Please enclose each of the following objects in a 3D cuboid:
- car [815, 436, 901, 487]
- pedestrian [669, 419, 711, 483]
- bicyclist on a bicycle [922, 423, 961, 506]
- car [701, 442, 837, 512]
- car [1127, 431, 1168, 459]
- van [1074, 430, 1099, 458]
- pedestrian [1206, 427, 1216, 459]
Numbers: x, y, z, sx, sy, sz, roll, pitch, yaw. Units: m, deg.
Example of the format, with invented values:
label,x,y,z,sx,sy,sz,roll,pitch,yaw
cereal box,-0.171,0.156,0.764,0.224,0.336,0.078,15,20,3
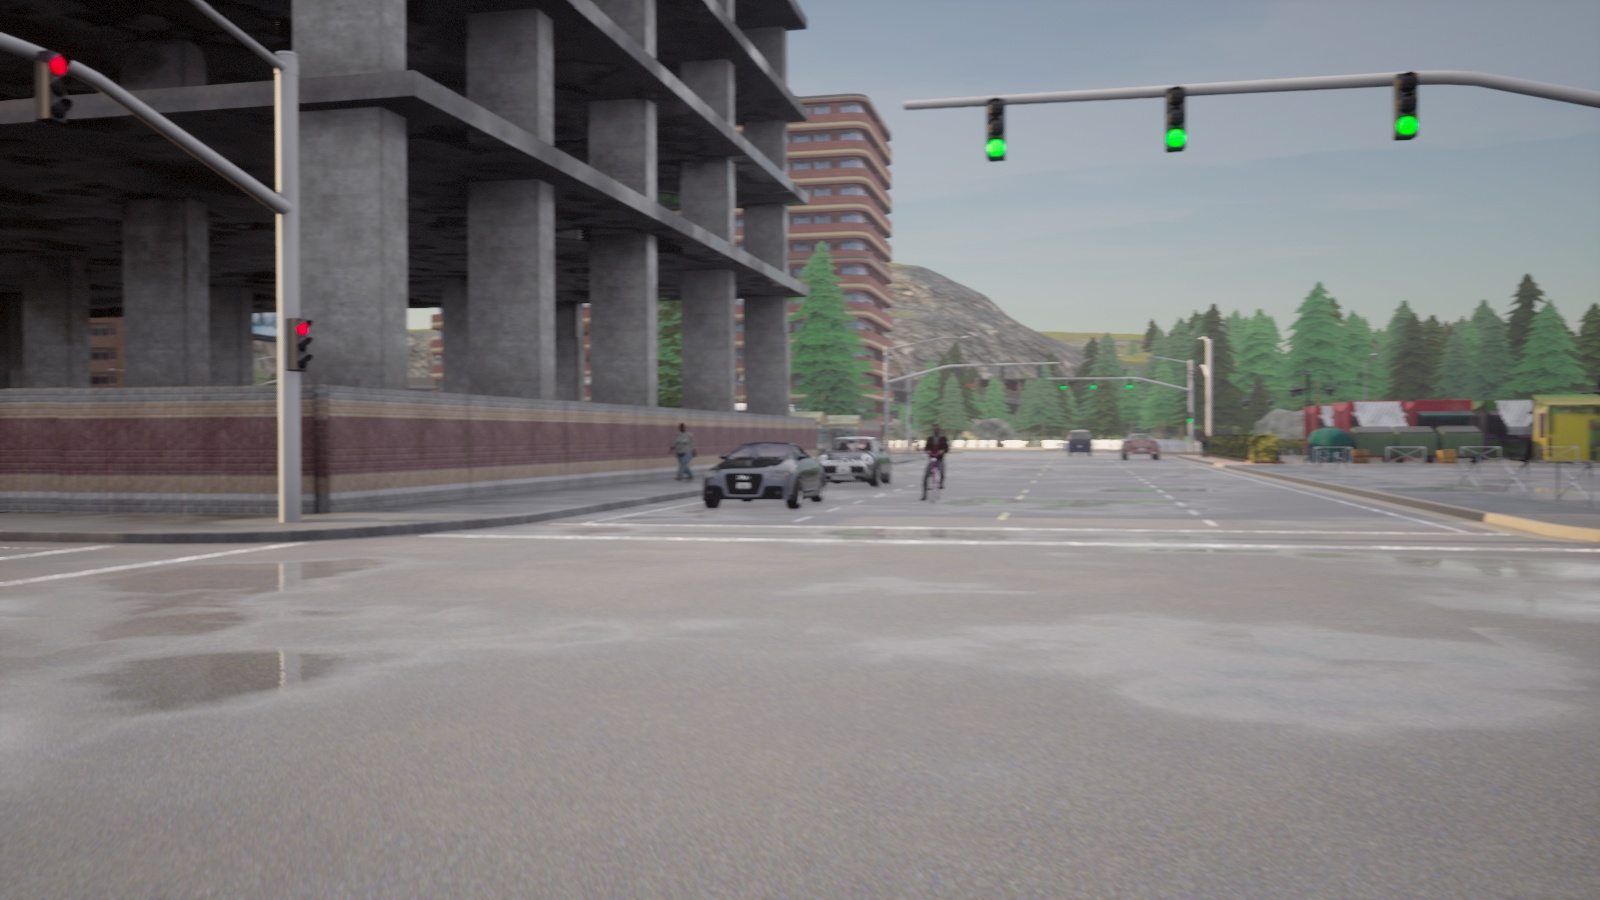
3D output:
label,x,y,z,sx,sy,sz,roll,pitch,yaw
car,1.808,0.314,37.945,1.970,1.475,3.806,0,1,13
pedestrian,-3.274,0.025,37.390,0.874,1.855,0.900,0,1,30
bicyclist on a bicycle,3.166,0.312,27.929,0.659,1.776,1.843,0,0,13
car,-0.579,0.523,27.224,1.994,1.385,4.181,0,1,13
car,21.230,-0.307,76.922,2.152,1.651,5.027,0,1,13
van,21.540,-0.460,94.441,1.775,1.987,4.442,0,1,13
pedestrian,24.190,-0.411,73.907,0.331,1.846,0.634,0,1,41
